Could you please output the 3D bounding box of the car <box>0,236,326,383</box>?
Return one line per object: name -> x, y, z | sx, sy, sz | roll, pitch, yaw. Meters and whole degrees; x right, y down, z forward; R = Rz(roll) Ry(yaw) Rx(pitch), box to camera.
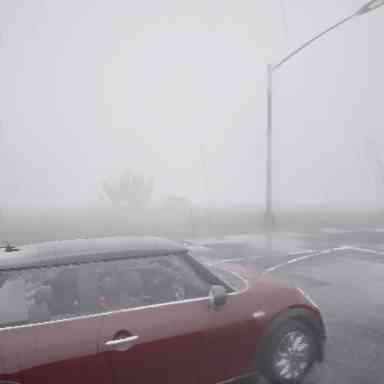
car -> -0.583, 1.339, 3.996 | 4.553, 1.767, 2.097 | 0, 0, -28
